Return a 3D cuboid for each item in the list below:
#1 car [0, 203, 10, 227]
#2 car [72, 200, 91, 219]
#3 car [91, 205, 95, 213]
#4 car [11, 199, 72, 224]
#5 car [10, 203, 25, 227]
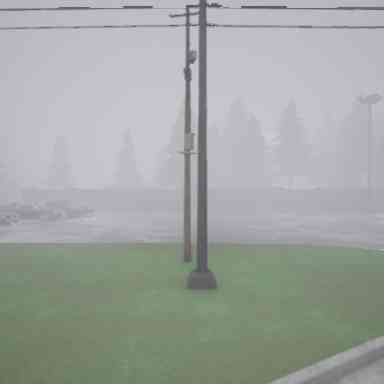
[{"bbox_3d":[-12.353,1.146,16.195,5.566,2.045,2.150,0,0,0],"label":"car"},{"bbox_3d":[-10.738,1.464,26.704,4.181,1.385,1.994,0,0,0],"label":"car"},{"bbox_3d":[-11.316,1.395,30.201,4.892,1.490,1.837,0,0,0],"label":"car"},{"bbox_3d":[-11.360,1.400,23.201,4.902,1.511,2.128,0,0,0],"label":"car"},{"bbox_3d":[-12.867,1.514,19.694,4.718,1.301,1.895,0,0,0],"label":"car"}]
